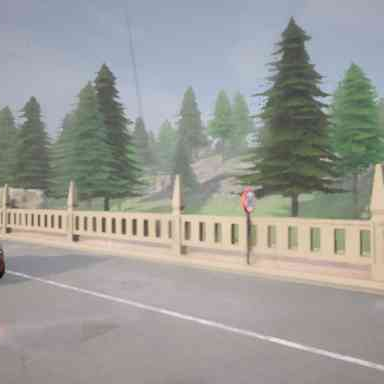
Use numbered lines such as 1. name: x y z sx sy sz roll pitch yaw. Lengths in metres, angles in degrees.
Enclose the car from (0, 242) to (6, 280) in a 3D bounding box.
1. car: -7.089 1.489 9.060 4.553 1.767 2.097 -1 -1 36
